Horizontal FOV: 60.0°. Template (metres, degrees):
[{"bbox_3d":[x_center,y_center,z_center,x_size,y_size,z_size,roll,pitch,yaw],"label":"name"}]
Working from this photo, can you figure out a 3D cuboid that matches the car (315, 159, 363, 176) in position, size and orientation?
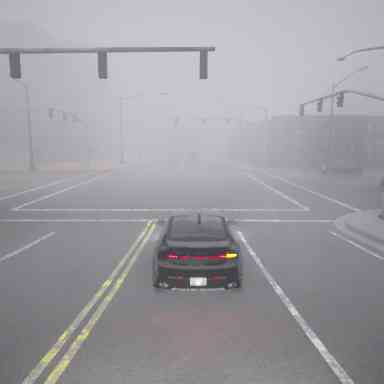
[{"bbox_3d":[15.672,-2.653,35.540,4.553,1.767,2.097,0,8,0],"label":"car"}]

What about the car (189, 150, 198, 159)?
[{"bbox_3d":[0.243,-7.793,71.656,2.033,1.411,5.357,0,8,0],"label":"car"}]

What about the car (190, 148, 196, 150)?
[{"bbox_3d":[0.293,-10.596,88.460,2.150,2.045,5.566,0,8,0],"label":"car"}]

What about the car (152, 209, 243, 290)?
[{"bbox_3d":[0.118,1.179,8.392,1.837,1.490,4.892,0,4,0],"label":"car"}]

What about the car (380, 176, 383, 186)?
[{"bbox_3d":[16.563,-0.878,24.975,4.181,1.385,1.994,0,8,0],"label":"car"}]
